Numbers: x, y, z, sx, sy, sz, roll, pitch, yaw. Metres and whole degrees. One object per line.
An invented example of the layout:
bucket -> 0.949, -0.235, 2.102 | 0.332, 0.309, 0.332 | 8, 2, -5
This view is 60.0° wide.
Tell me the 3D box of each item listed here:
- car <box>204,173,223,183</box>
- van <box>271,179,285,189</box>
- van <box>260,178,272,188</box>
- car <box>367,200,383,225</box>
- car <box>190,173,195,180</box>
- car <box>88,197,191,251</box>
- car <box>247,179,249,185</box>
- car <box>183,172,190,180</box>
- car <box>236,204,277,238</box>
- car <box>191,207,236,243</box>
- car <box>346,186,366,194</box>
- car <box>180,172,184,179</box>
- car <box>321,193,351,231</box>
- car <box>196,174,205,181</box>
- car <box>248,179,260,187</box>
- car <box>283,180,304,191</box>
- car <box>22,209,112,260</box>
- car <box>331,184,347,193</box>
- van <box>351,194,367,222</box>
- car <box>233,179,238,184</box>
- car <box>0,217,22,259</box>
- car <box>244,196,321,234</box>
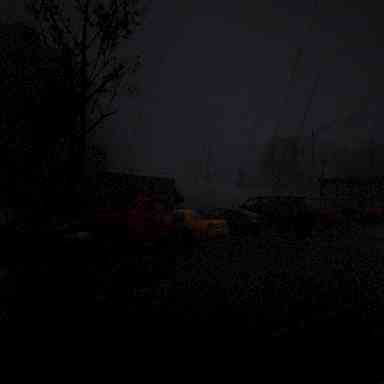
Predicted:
car -> 5.936, -3.176, 82.840 | 1.946, 1.575, 5.366 | 7, 3, 34
van -> 17.911, -1.491, 65.340 | 1.878, 1.987, 4.442 | 7, 4, 35
van -> 16.183, -1.764, 67.812 | 1.878, 1.987, 4.442 | 7, 4, 35
car -> 11.665, 1.403, 24.629 | 4.553, 1.767, 2.185 | -1, -1, 35
car -> 2.293, -3.850, 87.567 | 2.185, 1.767, 4.553 | 6, 3, 34
car -> -3.154, 1.247, 14.298 | 5.566, 2.045, 2.435 | -1, -1, 35
car -> 12.779, -2.043, 72.865 | 2.002, 1.452, 4.674 | 7, 4, 35
car -> 0.564, -4.085, 90.038 | 2.185, 1.767, 4.553 | 4, 1, 33
car -> 1.773, 1.548, 17.751 | 4.674, 1.452, 2.002 | -1, -1, 35
car -> -0.834, 1.502, 16.124 | 5.366, 1.575, 1.946 | -1, -1, 35
car -> 26.567, 0.136, 53.116 | 2.002, 1.452, 4.674 | 7, 3, 35
car -> -1.207, -4.362, 92.386 | 2.435, 2.045, 5.566 | 1, -1, 34
car -> 6.716, 1.267, 21.211 | 5.566, 2.045, 2.435 | -1, -1, 35
car -> 4.086, -3.699, 85.101 | 2.435, 2.045, 5.566 | 7, 3, 34
car -> 14.610, -1.812, 70.544 | 1.946, 1.575, 5.366 | 7, 3, 35
car -> 19.670, -0.992, 62.977 | 2.231, 1.521, 4.892 | 7, 3, 35
car -> -5.600, 1.523, 12.554 | 4.792, 1.488, 2.163 | -1, -1, 35
car -> 24.877, -0.426, 55.589 | 2.435, 2.045, 5.566 | 7, 3, 35
van -> 9.255, 1.296, 22.880 | 4.442, 1.987, 1.878 | -1, -1, 35
car -> 11.038, -2.317, 75.328 | 2.002, 1.452, 4.674 | 7, 3, 35
car -> -8.020, 1.493, 10.808 | 4.892, 1.521, 2.231 | -1, -1, 35
car -> 4.202, 1.262, 19.507 | 5.566, 2.045, 2.435 | -1, -1, 35
